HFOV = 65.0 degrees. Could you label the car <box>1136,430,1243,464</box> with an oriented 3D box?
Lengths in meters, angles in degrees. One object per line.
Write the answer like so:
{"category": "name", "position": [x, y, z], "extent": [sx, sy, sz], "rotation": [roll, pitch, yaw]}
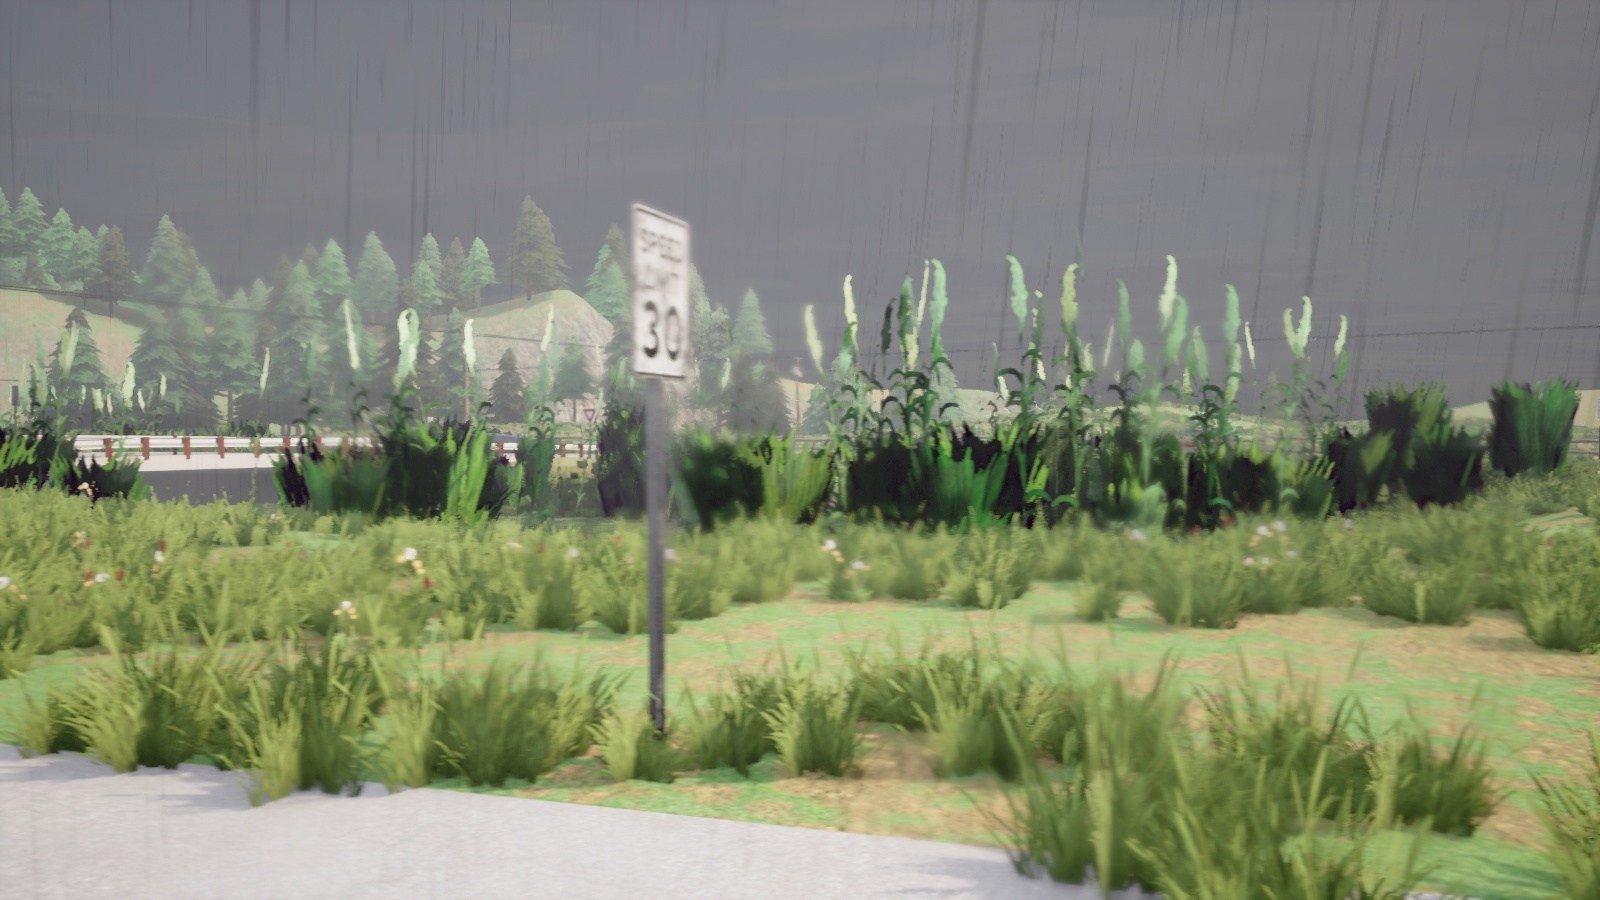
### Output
{"category": "car", "position": [19.446, -0.178, 62.708], "extent": [4.856, 1.649, 2.033], "rotation": [1, 1, 24]}

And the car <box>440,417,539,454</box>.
{"category": "car", "position": [-15.138, -0.687, 61.447], "extent": [2.242, 1.667, 4.611], "rotation": [1, -1, 26]}
